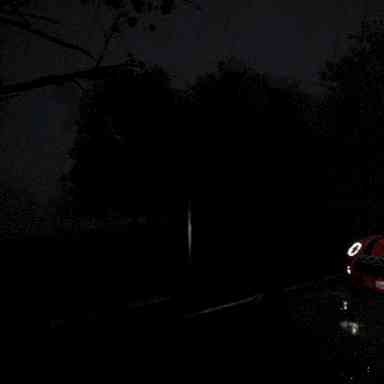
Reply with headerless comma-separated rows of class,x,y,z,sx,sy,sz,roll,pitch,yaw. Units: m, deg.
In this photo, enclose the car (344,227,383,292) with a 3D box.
car,5.707,1.293,8.053,4.553,1.767,2.097,-1,0,-35
